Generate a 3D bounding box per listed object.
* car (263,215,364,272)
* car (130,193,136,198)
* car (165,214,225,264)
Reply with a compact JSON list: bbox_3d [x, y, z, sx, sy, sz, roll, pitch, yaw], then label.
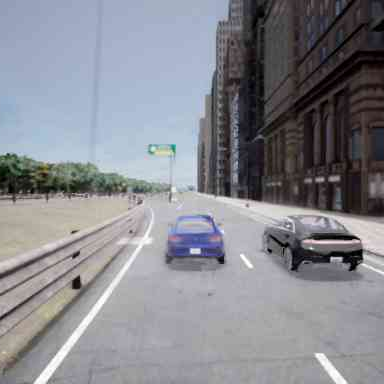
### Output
[{"bbox_3d":[3.596,1.471,10.704,2.128,1.511,4.902,0,0,0],"label":"car"},{"bbox_3d":[-16.176,1.106,90.568,1.812,1.442,4.674,0,0,-16],"label":"car"},{"bbox_3d":[0.099,1.501,11.668,1.812,1.442,4.674,0,0,0],"label":"car"}]
